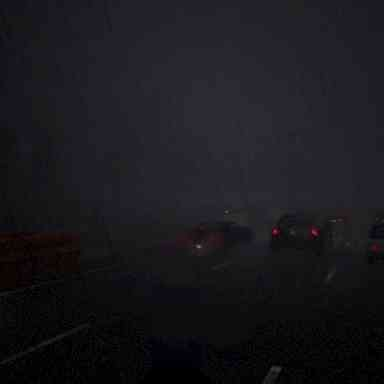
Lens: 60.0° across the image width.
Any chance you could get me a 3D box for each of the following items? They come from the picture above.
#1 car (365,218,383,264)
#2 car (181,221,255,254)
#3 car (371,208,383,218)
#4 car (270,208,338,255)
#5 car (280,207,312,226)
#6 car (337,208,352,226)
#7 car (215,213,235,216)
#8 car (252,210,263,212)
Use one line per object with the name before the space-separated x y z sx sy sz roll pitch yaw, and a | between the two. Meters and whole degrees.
car | 7.551 1.840 12.342 1.895 1.301 4.718 -2 -2 29
car | 1.419 2.029 15.712 1.895 1.301 4.718 -2 -2 29
car | 16.081 2.066 27.823 1.812 1.442 4.674 -2 -2 29
car | 5.143 1.709 15.229 2.097 1.767 4.553 -2 -2 29
car | 9.608 2.222 30.565 1.837 1.490 4.892 -2 -2 29
car | 12.665 2.127 28.863 1.837 1.490 4.892 -2 -2 29
car | 4.535 2.513 43.599 2.097 1.767 4.553 -2 -2 28
car | 8.426 2.573 43.416 1.882 1.535 5.008 -2 -2 28
